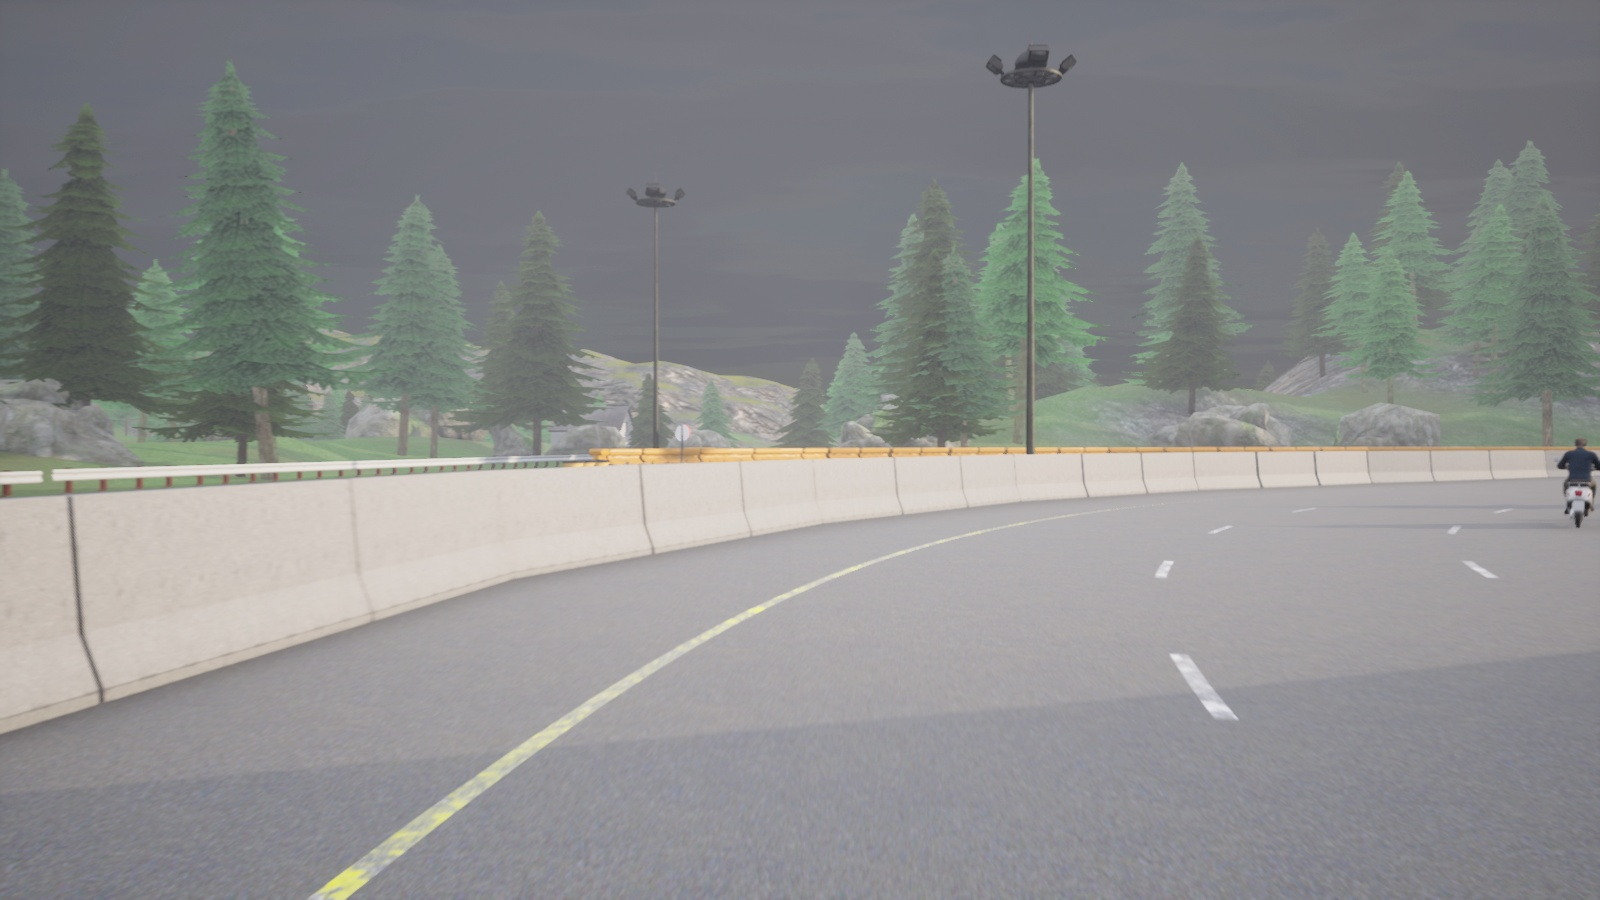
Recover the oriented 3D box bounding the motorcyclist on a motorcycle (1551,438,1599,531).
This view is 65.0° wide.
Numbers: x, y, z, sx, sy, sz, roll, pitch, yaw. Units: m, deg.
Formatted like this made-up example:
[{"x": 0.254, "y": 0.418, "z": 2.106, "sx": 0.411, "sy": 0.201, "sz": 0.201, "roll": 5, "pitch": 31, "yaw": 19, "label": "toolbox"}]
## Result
[{"x": 14.092, "y": 0.597, "z": 22.616, "sx": 0.866, "sy": 1.590, "sz": 1.817, "roll": 1, "pitch": 1, "yaw": 33, "label": "motorcyclist on a motorcycle"}]
